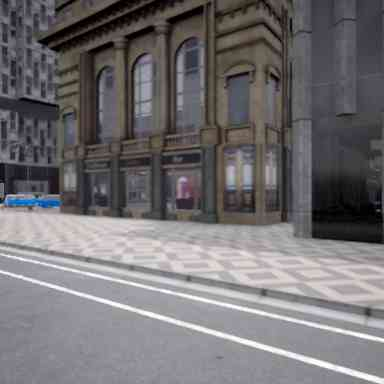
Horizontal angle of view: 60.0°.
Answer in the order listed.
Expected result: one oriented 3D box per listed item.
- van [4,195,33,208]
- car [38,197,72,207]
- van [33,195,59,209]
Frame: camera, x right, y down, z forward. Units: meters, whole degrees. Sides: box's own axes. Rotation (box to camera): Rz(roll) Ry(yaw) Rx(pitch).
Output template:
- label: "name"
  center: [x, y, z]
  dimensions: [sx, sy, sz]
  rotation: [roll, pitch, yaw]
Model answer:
- label: "van"
  center: [-24.442, 1.280, 47.373]
  dimensions: [1.690, 1.788, 3.998]
  rotation: [0, 0, 36]
- label: "car"
  center: [-21.261, 1.454, 51.796]
  dimensions: [1.752, 1.417, 4.829]
  rotation: [0, 0, 36]
- label: "van"
  center: [-17.519, 1.272, 42.397]
  dimensions: [1.690, 1.788, 3.998]
  rotation: [0, 0, 36]
